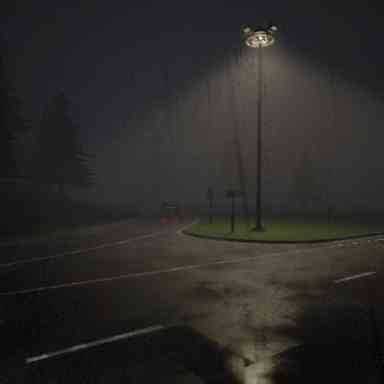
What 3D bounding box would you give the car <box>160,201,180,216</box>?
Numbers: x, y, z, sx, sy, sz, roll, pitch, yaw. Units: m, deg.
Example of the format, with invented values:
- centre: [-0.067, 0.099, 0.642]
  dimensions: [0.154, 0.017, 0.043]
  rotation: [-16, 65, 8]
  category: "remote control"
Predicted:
- centre: [-2.302, 1.726, 35.006]
  dimensions: [2.128, 1.511, 4.902]
  rotation: [1, 0, -6]
  category: "car"
